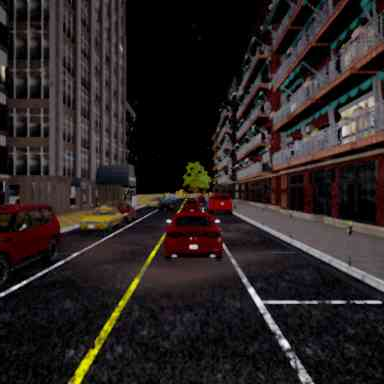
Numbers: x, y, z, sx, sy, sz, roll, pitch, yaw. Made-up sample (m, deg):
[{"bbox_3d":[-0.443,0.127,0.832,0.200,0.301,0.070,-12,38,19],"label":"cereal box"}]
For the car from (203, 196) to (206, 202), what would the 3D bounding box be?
[{"bbox_3d":[2.851,1.337,41.147,2.097,1.767,4.553,0,0,0],"label":"car"}]

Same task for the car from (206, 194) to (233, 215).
[{"bbox_3d":[2.868,1.216,34.207,2.150,2.045,5.566,0,0,0],"label":"car"}]

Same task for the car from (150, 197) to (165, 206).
[{"bbox_3d":[-5.492,1.544,53.500,1.947,1.339,4.313,0,0,0],"label":"car"}]

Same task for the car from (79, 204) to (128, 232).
[{"bbox_3d":[-5.378,1.519,20.131,1.752,1.417,4.829,0,0,0],"label":"car"}]

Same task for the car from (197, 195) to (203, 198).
[{"bbox_3d":[2.314,1.549,75.626,1.802,1.307,4.206,0,0,0],"label":"car"}]

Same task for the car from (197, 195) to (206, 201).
[{"bbox_3d":[2.296,1.515,81.152,2.008,1.369,4.403,0,0,0],"label":"car"}]

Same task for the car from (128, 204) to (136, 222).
[{"bbox_3d":[-5.398,1.573,25.835,1.802,1.307,4.206,0,0,0],"label":"car"}]

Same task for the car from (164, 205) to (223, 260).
[{"bbox_3d":[0.047,1.474,12.399,1.882,1.535,5.008,0,0,0],"label":"car"}]

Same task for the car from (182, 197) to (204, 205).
[{"bbox_3d":[-0.023,1.514,32.614,1.812,1.442,4.674,0,0,0],"label":"car"}]

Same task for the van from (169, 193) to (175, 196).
[{"bbox_3d":[-5.652,1.298,92.229,1.690,1.788,3.998,0,0,0],"label":"van"}]

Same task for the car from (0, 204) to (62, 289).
[{"bbox_3d":[-5.341,1.312,9.235,2.192,1.841,5.009,0,0,0],"label":"car"}]

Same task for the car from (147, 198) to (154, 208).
[{"bbox_3d":[-5.472,1.506,47.797,1.752,1.417,4.829,0,0,0],"label":"car"}]

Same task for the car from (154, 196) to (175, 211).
[{"bbox_3d":[-2.978,1.532,39.892,2.033,1.411,5.357,0,0,0],"label":"car"}]
